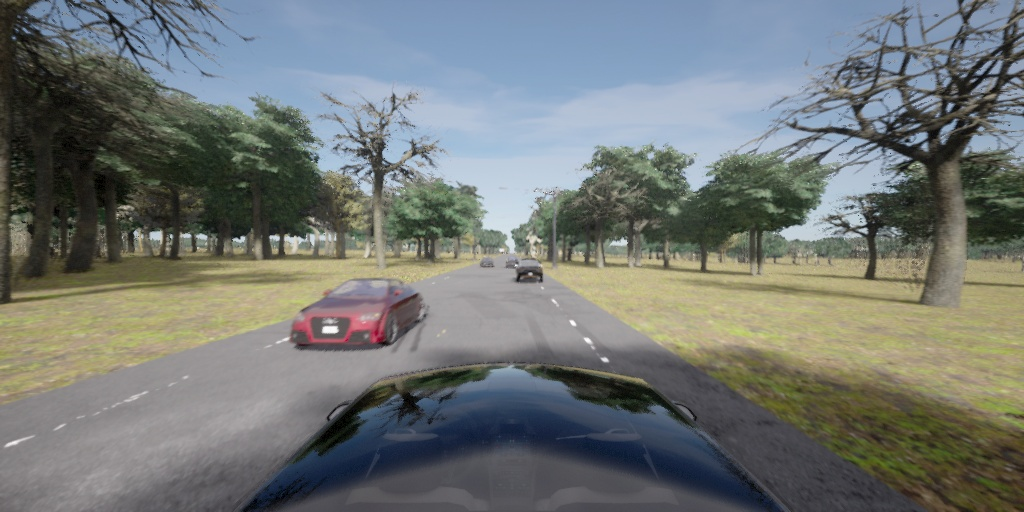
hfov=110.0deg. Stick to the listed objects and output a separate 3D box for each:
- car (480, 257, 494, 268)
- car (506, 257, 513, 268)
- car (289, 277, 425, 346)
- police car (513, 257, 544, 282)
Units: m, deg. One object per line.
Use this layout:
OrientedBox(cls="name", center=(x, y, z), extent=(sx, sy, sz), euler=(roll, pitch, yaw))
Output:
OrientedBox(cls="car", center=(-3.544, 0.861, 51.412), extent=(1.837, 1.490, 4.892), euler=(0, 1, 1))
OrientedBox(cls="car", center=(0.054, 0.854, 50.917), extent=(2.128, 1.511, 4.902), euler=(0, 0, 0))
OrientedBox(cls="car", center=(-3.593, 1.252, 9.079), extent=(1.994, 1.385, 4.181), euler=(0, 0, 0))
OrientedBox(cls="police car", center=(1.224, 0.973, 26.456), extent=(1.930, 1.638, 5.238), euler=(0, 0, 0))
